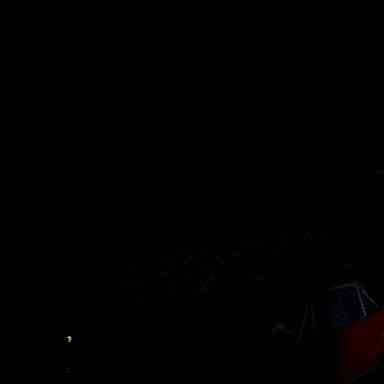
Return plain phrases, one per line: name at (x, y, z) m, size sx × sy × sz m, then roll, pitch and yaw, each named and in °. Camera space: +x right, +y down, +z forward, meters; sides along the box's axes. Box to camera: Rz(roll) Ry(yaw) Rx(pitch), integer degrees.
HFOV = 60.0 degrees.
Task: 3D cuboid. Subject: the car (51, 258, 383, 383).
car at (0.923, 1.613, 4.036) m, size 4.718 × 1.301 × 1.895 m, roll 0°, pitch 0°, yaw -36°
